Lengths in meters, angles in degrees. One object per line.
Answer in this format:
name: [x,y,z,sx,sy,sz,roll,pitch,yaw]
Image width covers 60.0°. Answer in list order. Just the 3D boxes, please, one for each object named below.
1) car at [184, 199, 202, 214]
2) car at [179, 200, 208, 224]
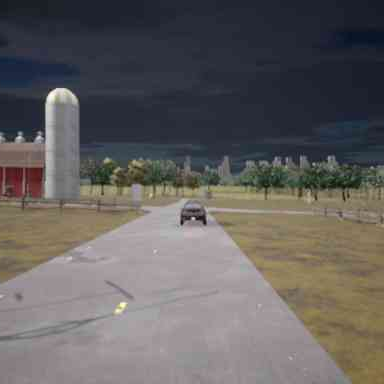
car: [0.084,1.579,36.745,1.812,1.442,4.674,0,0,0]
car: [0.093,1.498,24.296,1.837,1.490,4.892,0,0,0]
